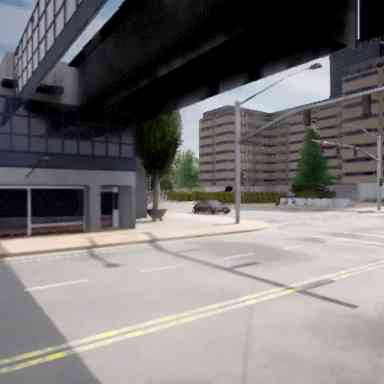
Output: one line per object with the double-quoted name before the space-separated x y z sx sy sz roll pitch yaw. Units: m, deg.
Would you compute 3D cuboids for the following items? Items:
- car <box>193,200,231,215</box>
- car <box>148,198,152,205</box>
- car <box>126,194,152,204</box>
"car" 1.890 1.463 32.332 1.994 1.385 4.181 0 0 -36
"car" -8.421 1.233 52.523 2.097 1.767 4.553 0 0 -35
"car" -9.793 1.227 61.709 4.553 1.767 2.097 0 0 -16
